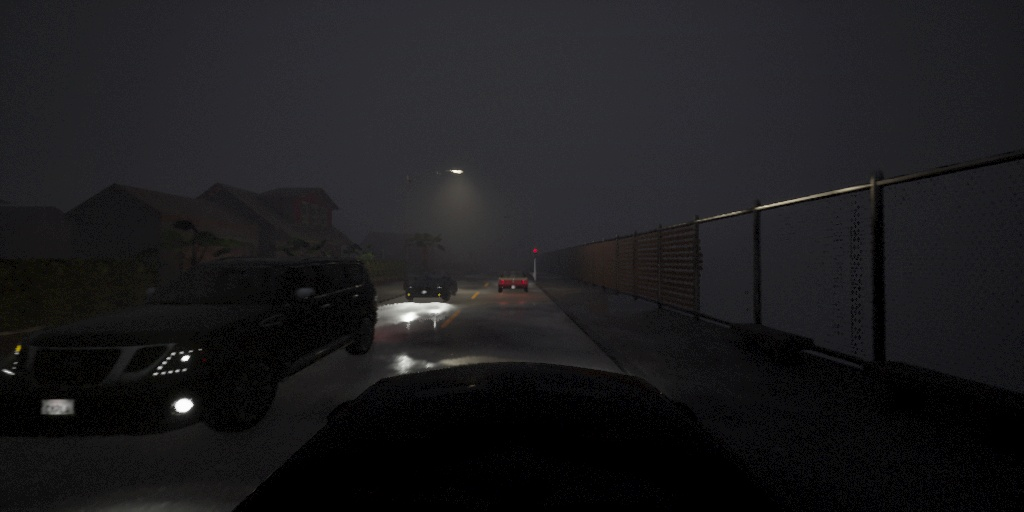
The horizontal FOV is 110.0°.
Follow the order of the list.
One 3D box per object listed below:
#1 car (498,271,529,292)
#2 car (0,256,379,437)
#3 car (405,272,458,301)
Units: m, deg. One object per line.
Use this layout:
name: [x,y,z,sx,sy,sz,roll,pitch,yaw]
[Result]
car: [0.078,1.628,23.912,1.895,1.301,4.718,0,-1,0]
car: [-4.104,1.022,5.996,2.150,2.045,5.566,0,0,0]
car: [-4.089,1.528,18.797,1.994,1.385,4.181,0,-1,1]
